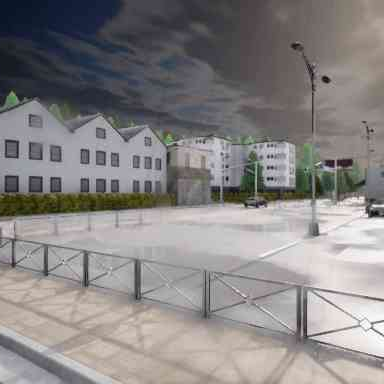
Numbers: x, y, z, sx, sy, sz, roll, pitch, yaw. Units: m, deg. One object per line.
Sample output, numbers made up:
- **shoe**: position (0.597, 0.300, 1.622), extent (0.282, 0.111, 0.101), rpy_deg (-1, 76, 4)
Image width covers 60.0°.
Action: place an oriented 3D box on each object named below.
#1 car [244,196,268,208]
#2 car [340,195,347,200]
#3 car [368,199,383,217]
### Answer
- **car**: position (8.413, 1.300, 43.375), extent (2.128, 1.511, 4.902), rpy_deg (0, 0, 33)
- **car**: position (39.341, 1.361, 87.162), extent (1.994, 1.385, 4.181), rpy_deg (0, 0, 35)
- **car**: position (15.469, 1.298, 26.777), extent (2.007, 1.523, 4.514), rpy_deg (0, 0, 35)
